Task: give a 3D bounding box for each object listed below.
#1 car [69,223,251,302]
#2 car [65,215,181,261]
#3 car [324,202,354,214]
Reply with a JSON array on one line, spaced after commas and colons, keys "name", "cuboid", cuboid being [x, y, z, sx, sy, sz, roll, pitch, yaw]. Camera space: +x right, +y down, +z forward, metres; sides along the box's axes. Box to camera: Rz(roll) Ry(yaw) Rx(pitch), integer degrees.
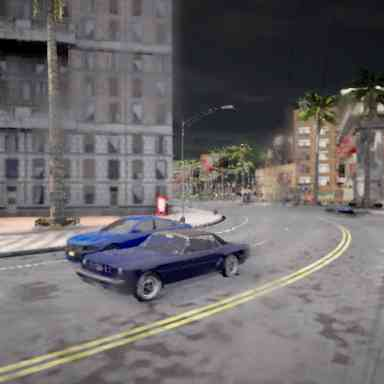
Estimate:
[{"name": "car", "cuboid": [-0.488, 1.708, 8.766, 1.895, 1.301, 4.718, -1, -1, 44]}, {"name": "car", "cuboid": [-2.075, 1.631, 12.147, 1.882, 1.535, 5.008, -1, -1, 41]}, {"name": "car", "cuboid": [17.695, 1.944, 40.297, 1.994, 1.385, 4.181, 0, -1, -2]}]
